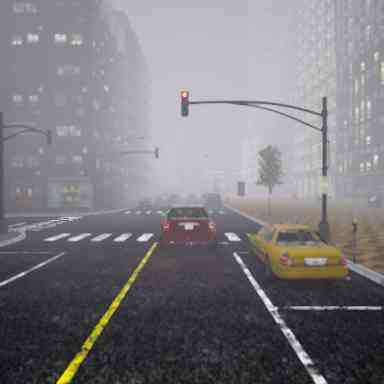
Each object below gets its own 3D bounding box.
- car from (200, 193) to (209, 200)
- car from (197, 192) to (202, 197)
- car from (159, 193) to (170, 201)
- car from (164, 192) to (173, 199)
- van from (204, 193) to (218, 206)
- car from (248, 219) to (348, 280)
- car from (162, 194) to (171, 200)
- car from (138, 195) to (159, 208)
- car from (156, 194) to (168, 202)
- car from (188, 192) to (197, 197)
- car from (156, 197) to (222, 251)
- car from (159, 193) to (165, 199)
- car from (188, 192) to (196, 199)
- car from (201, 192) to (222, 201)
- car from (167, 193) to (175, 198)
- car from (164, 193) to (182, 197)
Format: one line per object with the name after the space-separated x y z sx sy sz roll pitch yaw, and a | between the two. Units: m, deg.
2.688 1.035 74.928 1.887 1.381 4.507 0 0 0 | car
2.687 0.871 63.872 2.192 1.841 5.009 0 0 0 | car
-5.693 0.963 69.401 1.967 1.590 4.097 0 0 0 | car
-5.693 0.898 80.454 1.967 1.590 4.097 0 0 0 | car
2.686 1.000 47.293 1.690 1.788 3.998 0 0 0 | van
2.687 1.452 9.527 1.752 1.417 4.829 0 0 0 | car
-5.692 1.072 74.929 1.802 1.307 4.206 0 0 0 | car
-5.692 1.246 41.769 2.008 1.369 4.403 0 0 0 | car
-5.693 1.100 63.874 1.887 1.381 4.507 0 0 0 | car
0.001 1.066 70.961 1.994 1.385 4.181 0 0 0 | car
-0.222 1.254 13.747 2.097 1.767 4.553 0 0 -3 | car
-5.692 1.140 58.348 2.008 1.369 4.403 0 0 0 | car
0.002 0.847 80.961 1.882 1.535 5.008 0 0 0 | car
2.686 1.010 41.767 2.192 1.841 5.009 0 0 0 | car
-5.692 0.922 91.338 1.752 1.417 4.829 0 0 0 | car
-3.070 1.085 55.395 1.882 1.535 5.008 0 0 0 | car
